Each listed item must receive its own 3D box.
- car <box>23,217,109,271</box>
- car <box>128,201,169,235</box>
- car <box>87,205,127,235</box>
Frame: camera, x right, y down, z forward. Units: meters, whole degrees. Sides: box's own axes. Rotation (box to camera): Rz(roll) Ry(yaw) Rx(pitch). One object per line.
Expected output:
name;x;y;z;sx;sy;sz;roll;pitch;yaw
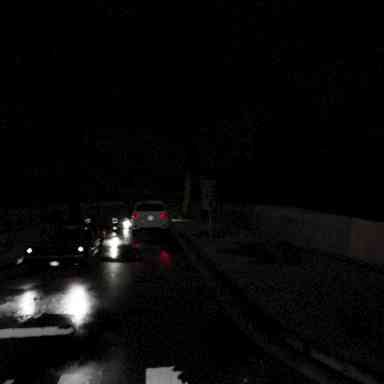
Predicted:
car;-4.321;1.829;11.952;1.895;1.301;4.718;-1;-1;-8
car;-2.713;1.579;21.487;2.150;2.045;5.566;0;-1;-8
car;-5.597;1.740;21.501;2.097;1.767;4.553;-1;-1;-7
